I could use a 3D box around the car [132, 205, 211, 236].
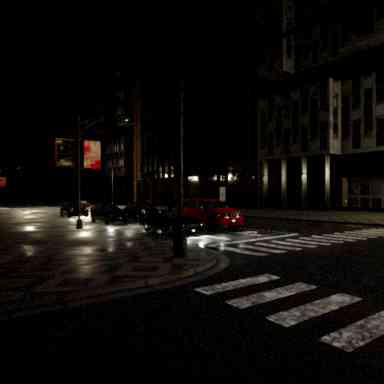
[{"bbox_3d":[-1.461,1.791,20.632,2.033,1.411,5.357,0,-1,-36],"label":"car"}]

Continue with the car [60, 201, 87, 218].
[{"bbox_3d":[-13.067,1.865,36.851,2.097,1.767,4.553,0,-1,-36],"label":"car"}]

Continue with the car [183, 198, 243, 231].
[{"bbox_3d":[1.023,1.453,22.790,2.150,2.045,5.566,0,-1,-34],"label":"car"}]

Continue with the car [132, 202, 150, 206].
[{"bbox_3d":[-4.636,1.714,30.653,2.097,1.767,4.553,0,-1,-36],"label":"car"}]

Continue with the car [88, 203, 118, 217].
[{"bbox_3d":[-10.421,2.022,38.736,1.812,1.442,4.674,0,-1,-35],"label":"car"}]

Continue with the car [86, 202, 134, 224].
[{"bbox_3d":[-7.154,1.853,28.581,1.882,1.535,5.008,0,-1,-36],"label":"car"}]

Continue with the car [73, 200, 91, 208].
[{"bbox_3d":[-22.027,2.403,66.420,2.033,1.411,5.357,0,-1,-36],"label":"car"}]
